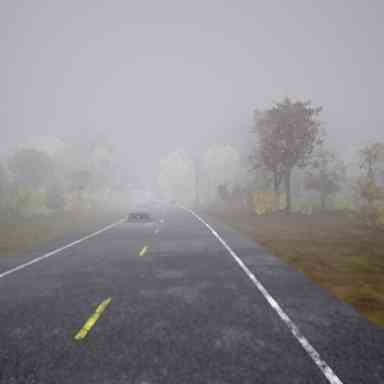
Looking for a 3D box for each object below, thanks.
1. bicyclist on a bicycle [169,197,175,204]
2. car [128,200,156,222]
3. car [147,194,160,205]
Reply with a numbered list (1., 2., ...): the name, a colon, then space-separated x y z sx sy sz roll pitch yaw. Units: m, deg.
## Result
1. bicyclist on a bicycle: -3.953 2.006 71.028 0.582 1.620 1.656 0 -1 -8
2. car: -4.527 1.749 29.632 1.882 1.535 5.008 0 0 -3
3. car: -8.406 1.906 70.667 2.097 1.767 4.553 0 0 -8
